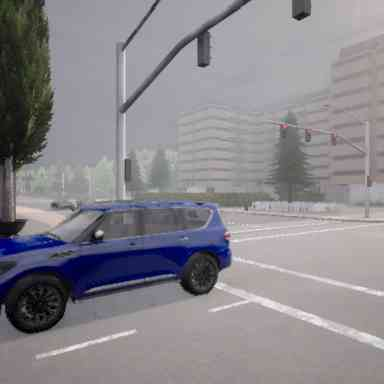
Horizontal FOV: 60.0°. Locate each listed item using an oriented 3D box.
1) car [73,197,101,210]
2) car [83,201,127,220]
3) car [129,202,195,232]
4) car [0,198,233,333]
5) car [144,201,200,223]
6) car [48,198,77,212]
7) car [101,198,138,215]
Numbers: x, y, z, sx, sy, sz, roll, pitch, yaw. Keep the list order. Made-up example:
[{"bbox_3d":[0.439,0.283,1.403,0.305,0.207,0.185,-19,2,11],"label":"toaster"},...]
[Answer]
[{"bbox_3d":[-13.982,1.491,44.047,2.128,1.511,4.902,0,0,-36],"label":"car"},{"bbox_3d":[-7.860,1.547,29.553,2.033,1.411,5.357,0,0,-36],"label":"car"},{"bbox_3d":[-2.076,1.492,21.528,2.128,1.511,4.902,0,0,-35],"label":"car"},{"bbox_3d":[-1.623,1.221,7.168,5.566,2.045,2.150,0,0,-36],"label":"car"},{"bbox_3d":[-1.785,1.547,27.120,2.033,1.411,5.357,0,0,-36],"label":"car"},{"bbox_3d":[-15.920,1.547,40.737,2.033,1.411,5.357,0,0,-36],"label":"car"},{"bbox_3d":[-7.845,1.492,35.519,2.128,1.511,4.902,0,0,-36],"label":"car"}]
